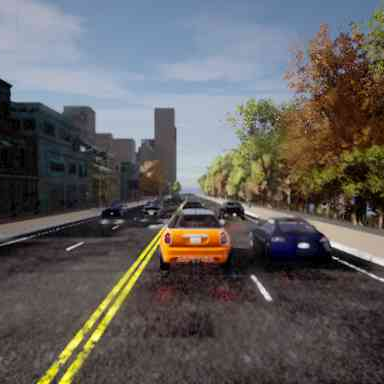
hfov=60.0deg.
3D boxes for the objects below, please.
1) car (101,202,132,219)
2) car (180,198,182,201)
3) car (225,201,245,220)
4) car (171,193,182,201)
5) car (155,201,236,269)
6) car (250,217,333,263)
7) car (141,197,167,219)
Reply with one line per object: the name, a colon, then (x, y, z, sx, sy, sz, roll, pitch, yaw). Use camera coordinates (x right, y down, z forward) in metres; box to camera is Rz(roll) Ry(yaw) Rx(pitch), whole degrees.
car: (-6.600, 1.587, 29.355, 1.994, 1.385, 4.181, 0, 0, 0)
car: (0.098, 1.501, 29.968, 1.882, 1.535, 5.008, 0, 0, 0)
car: (3.347, 1.527, 28.516, 1.837, 1.490, 4.892, 0, 0, 0)
car: (-3.260, 1.271, 71.472, 2.150, 2.045, 5.566, 0, 0, 0)
car: (0.099, 1.361, 11.379, 2.097, 1.767, 4.553, 0, 0, 0)
car: (3.348, 1.573, 11.950, 1.994, 1.385, 4.181, 0, 0, 0)
car: (-3.350, 1.515, 29.805, 2.128, 1.511, 4.902, 0, 0, 0)
